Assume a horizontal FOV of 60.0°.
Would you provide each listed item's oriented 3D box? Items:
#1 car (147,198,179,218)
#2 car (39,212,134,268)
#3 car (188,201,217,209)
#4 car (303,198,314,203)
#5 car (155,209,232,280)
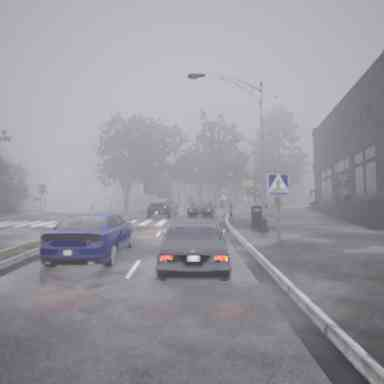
[{"bbox_3d":[-2.279,1.242,26.719,1.837,1.490,4.892,-1,0,8],"label":"car"},{"bbox_3d":[-3.186,1.381,11.019,1.882,1.535,5.008,0,1,0],"label":"car"},{"bbox_3d":[0.884,1.302,25.780,1.895,1.301,4.718,-1,1,8],"label":"car"},{"bbox_3d":[27.413,2.138,75.866,1.895,1.301,4.718,1,-4,-20],"label":"car"},{"bbox_3d":[0.062,1.462,9.676,2.033,1.411,5.357,0,0,1],"label":"car"}]
